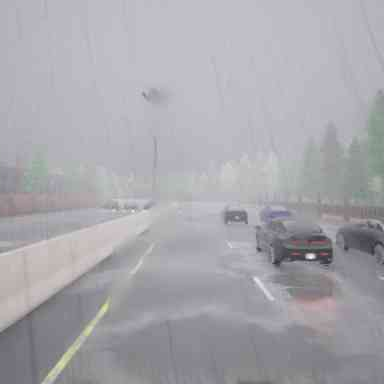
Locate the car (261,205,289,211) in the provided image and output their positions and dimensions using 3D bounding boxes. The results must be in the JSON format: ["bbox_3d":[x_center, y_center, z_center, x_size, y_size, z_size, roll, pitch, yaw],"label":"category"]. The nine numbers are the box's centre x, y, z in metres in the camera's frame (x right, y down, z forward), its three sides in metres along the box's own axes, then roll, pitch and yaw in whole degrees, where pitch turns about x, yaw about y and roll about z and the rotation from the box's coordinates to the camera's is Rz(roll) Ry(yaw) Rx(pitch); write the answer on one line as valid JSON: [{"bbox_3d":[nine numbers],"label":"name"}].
[{"bbox_3d":[7.055,1.877,28.450,1.882,1.535,5.008,0,0,1],"label":"car"}]

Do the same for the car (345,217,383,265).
[{"bbox_3d":[7.043,1.665,12.264,2.128,1.511,4.902,0,-1,1],"label":"car"}]

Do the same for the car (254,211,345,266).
[{"bbox_3d":[3.544,1.680,12.295,1.837,1.490,4.892,0,0,1],"label":"car"}]

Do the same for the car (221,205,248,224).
[{"bbox_3d":[3.555,1.877,28.451,1.882,1.535,5.008,0,0,1],"label":"car"}]
